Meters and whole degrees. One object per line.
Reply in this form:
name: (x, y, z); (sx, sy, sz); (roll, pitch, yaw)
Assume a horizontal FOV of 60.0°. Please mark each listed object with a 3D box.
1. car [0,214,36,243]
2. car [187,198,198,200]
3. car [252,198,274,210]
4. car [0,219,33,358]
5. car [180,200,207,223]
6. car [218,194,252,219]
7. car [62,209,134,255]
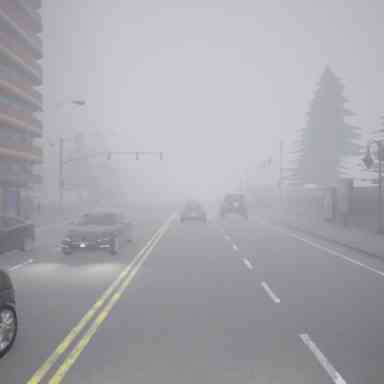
car: (-7.077, 1.475, 11.037); (1.882, 1.535, 5.008); (0, 0, 0)
car: (0.076, 1.471, 43.728); (2.128, 1.511, 4.902); (0, 0, 0)
car: (8.264, 1.493, 42.072); (4.674, 1.442, 1.812); (-1, 0, -30)
car: (-3.578, 1.351, 2.904); (2.097, 1.767, 4.553); (0, 0, 0)
car: (0.096, 1.559, 25.597); (1.994, 1.385, 4.181); (0, 0, 0)
car: (3.553, 1.209, 29.385); (2.150, 2.045, 5.566); (0, -1, 1)
car: (-3.567, 1.502, 13.329); (1.837, 1.490, 4.892); (0, 0, 0)
